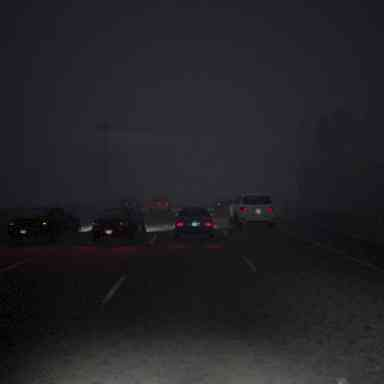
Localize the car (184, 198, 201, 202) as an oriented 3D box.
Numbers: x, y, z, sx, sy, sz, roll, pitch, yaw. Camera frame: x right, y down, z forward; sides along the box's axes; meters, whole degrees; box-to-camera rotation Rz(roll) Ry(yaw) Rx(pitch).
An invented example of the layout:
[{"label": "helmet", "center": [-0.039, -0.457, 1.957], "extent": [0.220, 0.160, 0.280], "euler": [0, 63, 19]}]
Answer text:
[{"label": "car", "center": [0.104, 1.469, 38.707], "extent": [1.812, 1.442, 4.674], "euler": [0, 0, 0]}]

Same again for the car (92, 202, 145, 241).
[{"label": "car", "center": [-3.398, 1.429, 15.895], "extent": [1.812, 1.442, 4.674], "euler": [0, 0, 0]}]

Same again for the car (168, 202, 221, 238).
[{"label": "car", "center": [0.103, 1.449, 16.912], "extent": [2.033, 1.411, 5.357], "euler": [0, 0, 0]}]

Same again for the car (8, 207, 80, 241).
[{"label": "car", "center": [-6.898, 1.429, 15.907], "extent": [1.812, 1.442, 4.674], "euler": [0, 0, 0]}]

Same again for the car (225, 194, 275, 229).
[{"label": "car", "center": [3.602, 1.116, 20.740], "extent": [2.150, 2.045, 5.566], "euler": [0, 0, 0]}]

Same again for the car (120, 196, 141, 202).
[{"label": "car", "center": [-6.896, 1.287, 37.417], "extent": [2.097, 1.767, 4.553], "euler": [0, 0, 0]}]

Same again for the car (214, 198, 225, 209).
[{"label": "car", "center": [3.604, 1.469, 38.720], "extent": [1.812, 1.442, 4.674], "euler": [0, 0, 0]}]

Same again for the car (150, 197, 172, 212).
[{"label": "car", "center": [-3.396, 1.284, 36.753], "extent": [2.097, 1.767, 4.553], "euler": [0, 0, 0]}]
